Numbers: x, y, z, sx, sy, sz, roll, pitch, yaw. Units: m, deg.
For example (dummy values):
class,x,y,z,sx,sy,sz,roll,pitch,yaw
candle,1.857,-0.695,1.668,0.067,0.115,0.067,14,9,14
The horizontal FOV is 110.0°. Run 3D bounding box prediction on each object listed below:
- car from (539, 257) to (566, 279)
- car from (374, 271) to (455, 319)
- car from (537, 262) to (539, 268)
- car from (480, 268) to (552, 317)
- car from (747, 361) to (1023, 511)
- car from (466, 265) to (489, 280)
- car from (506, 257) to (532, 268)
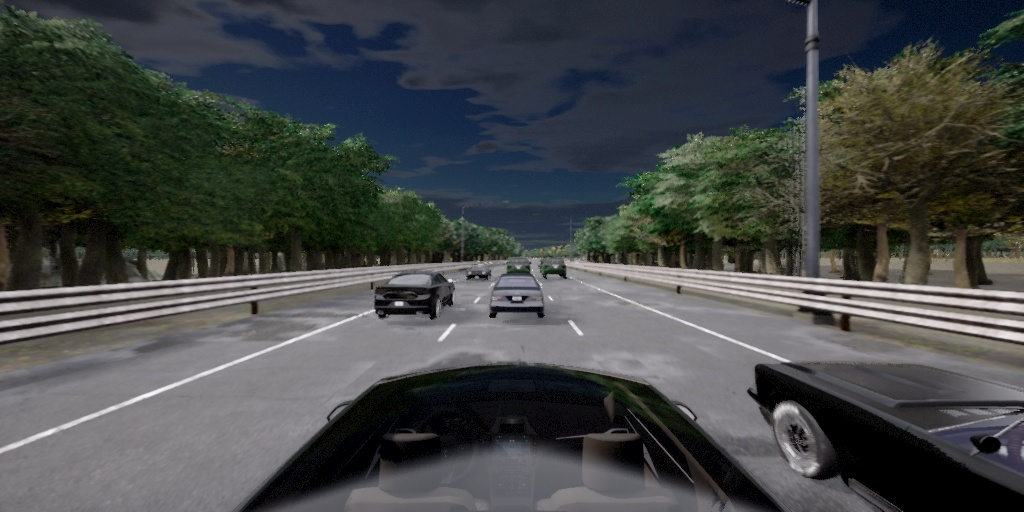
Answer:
class,x,y,z,sx,sy,sz,roll,pitch,yaw
car,4.116,1.153,35.780,2.150,2.045,5.566,0,0,2
car,-3.314,1.267,13.094,1.882,1.535,5.008,0,0,1
car,4.611,1.538,47.695,1.837,1.490,4.892,0,-1,3
car,0.183,1.340,13.355,2.033,1.411,5.357,0,0,1
car,3.502,1.353,1.768,1.895,1.301,4.718,0,0,0
car,-2.890,1.502,32.558,1.895,1.301,4.718,0,0,2
car,0.648,1.136,33.721,2.150,2.045,5.566,0,0,2
